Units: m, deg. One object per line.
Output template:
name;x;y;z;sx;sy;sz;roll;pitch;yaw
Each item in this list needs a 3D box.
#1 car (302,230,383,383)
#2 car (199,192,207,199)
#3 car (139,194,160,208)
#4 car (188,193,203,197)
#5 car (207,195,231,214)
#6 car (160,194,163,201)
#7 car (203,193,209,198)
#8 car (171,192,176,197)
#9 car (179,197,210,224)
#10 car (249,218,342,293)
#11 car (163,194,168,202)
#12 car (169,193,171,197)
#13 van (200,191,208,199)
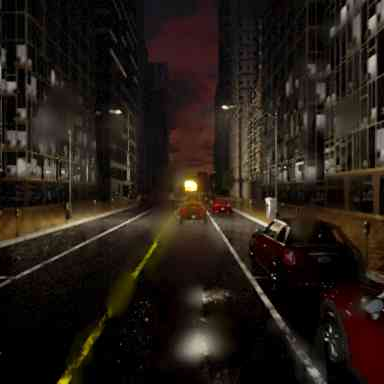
car;2.691;1.418;2.998;1.967;1.590;4.097;0;0;0
car;2.691;0.787;82.688;1.967;1.590;4.097;0;1;0
car;-5.690;1.227;42.851;1.887;1.381;4.507;0;0;0
car;0.100;1.200;41.486;1.837;1.490;4.892;0;1;0
car;2.691;1.317;31.460;1.887;1.381;4.507;0;0;0
car;-5.690;1.219;48.544;1.802;1.307;4.206;0;0;0
car;2.691;1.203;48.537;1.947;1.339;4.313;0;0;0
car;-5.690;0.771;93.913;1.752;1.417;4.829;0;1;0
car;0.098;1.359;23.302;1.812;1.442;4.674;0;1;0
car;2.691;1.379;8.690;1.967;1.590;4.097;0;0;0
car;-5.690;1.088;59.928;1.887;1.381;4.507;0;0;0
car;-5.690;1.061;65.621;1.947;1.339;4.313;0;0;0
van;2.691;0.738;76.996;1.690;1.788;3.998;0;1;0
